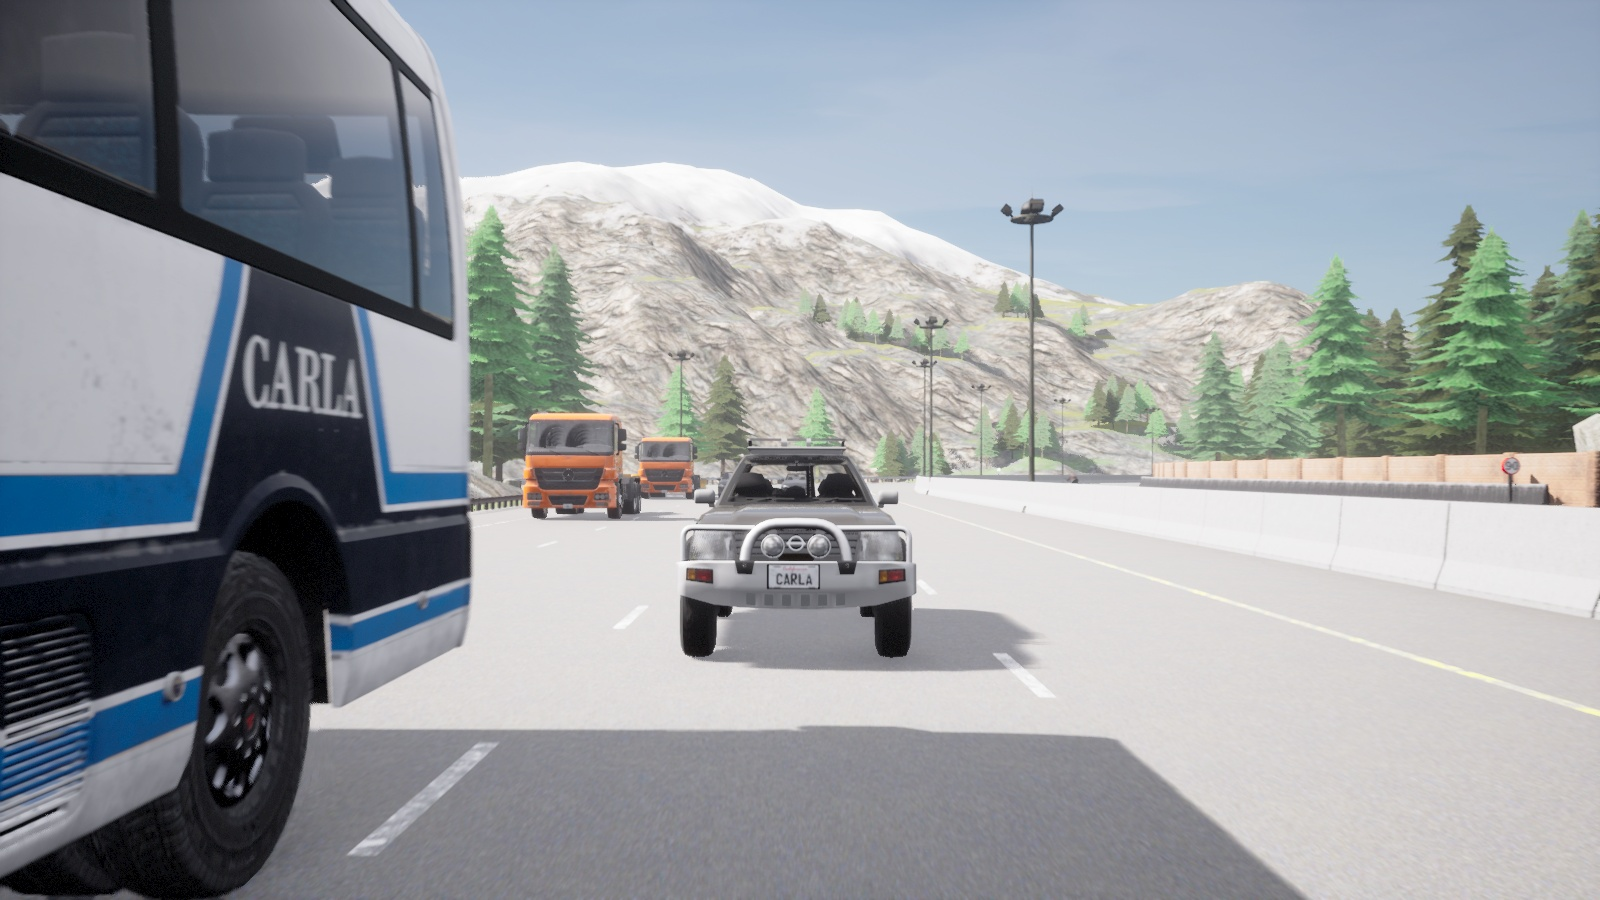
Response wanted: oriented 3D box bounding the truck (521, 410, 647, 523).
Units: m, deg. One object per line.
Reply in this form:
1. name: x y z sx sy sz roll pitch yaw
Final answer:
1. truck: -7.106 0.571 42.414 2.891 3.462 7.936 0 -1 0

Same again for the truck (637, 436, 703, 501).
1. truck: -7.175 1.041 70.442 2.891 3.462 7.936 0 -1 0

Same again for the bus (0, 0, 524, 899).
1. bus: -3.510 -0.516 1.918 3.944 4.253 10.273 0 -1 0

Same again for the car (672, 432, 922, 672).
1. car: -0.029 0.833 12.025 1.932 1.855 4.605 0 -1 0

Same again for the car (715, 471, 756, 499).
1. car: -3.675 1.994 72.163 2.128 1.511 4.902 0 -1 0
